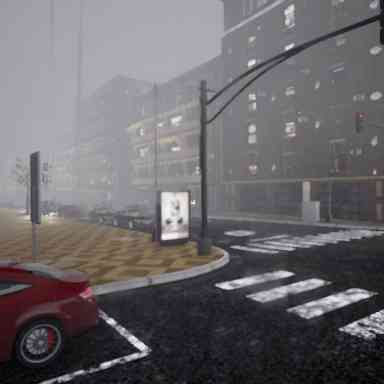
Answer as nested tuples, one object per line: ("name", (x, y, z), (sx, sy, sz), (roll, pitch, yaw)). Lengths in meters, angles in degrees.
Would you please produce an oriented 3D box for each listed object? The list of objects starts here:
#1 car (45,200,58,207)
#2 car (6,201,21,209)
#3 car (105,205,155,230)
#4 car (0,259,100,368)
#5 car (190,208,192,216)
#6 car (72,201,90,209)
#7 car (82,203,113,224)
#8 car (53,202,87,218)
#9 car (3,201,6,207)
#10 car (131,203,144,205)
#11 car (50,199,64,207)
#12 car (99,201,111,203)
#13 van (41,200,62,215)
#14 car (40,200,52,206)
("car", (-33.318, 2.715, 78.648), (1.947, 1.339, 4.313), (-2, 0, -36))
("car", (-36.838, 2.691, 69.222), (2.008, 1.369, 4.403), (-2, 0, -36))
("car", (-4.271, 1.877, 24.044), (2.008, 1.369, 4.403), (-2, 0, -36))
("car", (-3.322, 1.582, 4.198), (4.206, 1.307, 1.802), (0, 0, -36))
("car", (-1.857, 1.805, 35.433), (1.967, 1.590, 4.097), (-2, 0, -36))
("car", (-20.249, 2.404, 60.608), (1.802, 1.307, 4.206), (-2, 0, -36))
("car", (-7.538, 1.958, 28.554), (2.008, 1.369, 4.403), (-2, 0, -36))
("car", (-13.620, 2.104, 37.027), (1.887, 1.381, 4.507), (-2, 0, -36))
("car", (-43.373, 2.849, 78.243), (1.887, 1.381, 4.507), (-2, 0, -36))
("car", (-7.117, 2.077, 42.614), (1.802, 1.307, 4.206), (-2, 0, -36))
("car", (-30.055, 2.507, 74.138), (1.967, 1.590, 4.097), (-2, 0, -36))
("car", (-13.715, 2.099, 51.590), (1.967, 1.590, 4.097), (-2, 0, -36))
("van", (-18.543, 2.023, 43.911), (1.690, 1.788, 3.998), (-2, 0, -36))
("car", (-36.586, 2.776, 83.158), (1.887, 1.381, 4.507), (-2, 0, -36))
